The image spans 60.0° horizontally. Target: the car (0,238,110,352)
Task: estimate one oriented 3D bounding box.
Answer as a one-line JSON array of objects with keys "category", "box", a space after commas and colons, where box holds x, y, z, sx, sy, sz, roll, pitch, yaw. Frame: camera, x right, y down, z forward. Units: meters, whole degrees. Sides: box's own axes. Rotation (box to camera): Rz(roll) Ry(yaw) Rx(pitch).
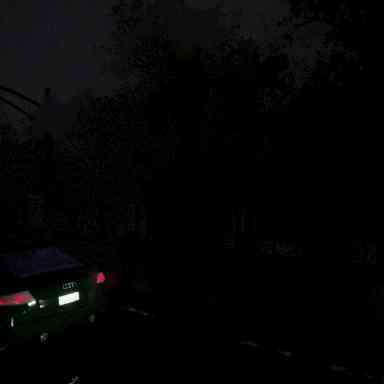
[{"category": "car", "box": [-3.479, 1.564, 6.146, 4.181, 1.385, 1.994, 0, 0, 35]}]
